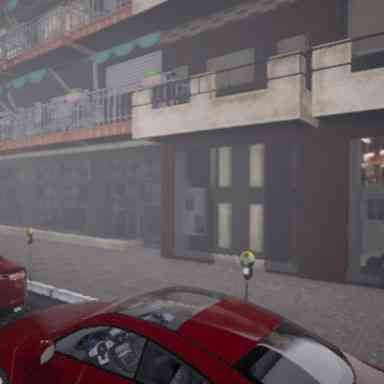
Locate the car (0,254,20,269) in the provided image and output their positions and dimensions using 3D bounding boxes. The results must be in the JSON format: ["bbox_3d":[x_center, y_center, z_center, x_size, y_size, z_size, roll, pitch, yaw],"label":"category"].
[{"bbox_3d":[-4.954,1.585,6.399,4.507,1.381,1.887,0,0,36],"label":"car"}]

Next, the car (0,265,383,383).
[{"bbox_3d":[-0.327,1.592,3.097,4.206,1.307,1.802,0,0,36],"label":"car"}]
